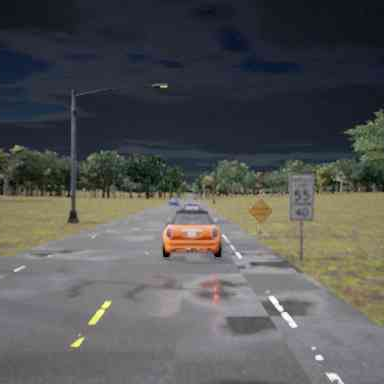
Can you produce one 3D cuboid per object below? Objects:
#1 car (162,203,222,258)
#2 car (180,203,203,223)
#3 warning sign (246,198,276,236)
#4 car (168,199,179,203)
[{"bbox_3d":[0.010,1.474,13.402,2.097,1.767,4.553,0,-1,0],"label":"car"},{"bbox_3d":[0.004,1.784,28.897,1.812,1.442,4.674,0,0,0],"label":"car"},{"bbox_3d":[3.558,1.273,17.288,1.300,1.860,1.060,1,1,0],"label":"warning sign"},{"bbox_3d":[-3.565,2.025,64.533,1.882,1.535,5.008,0,0,1],"label":"car"}]
